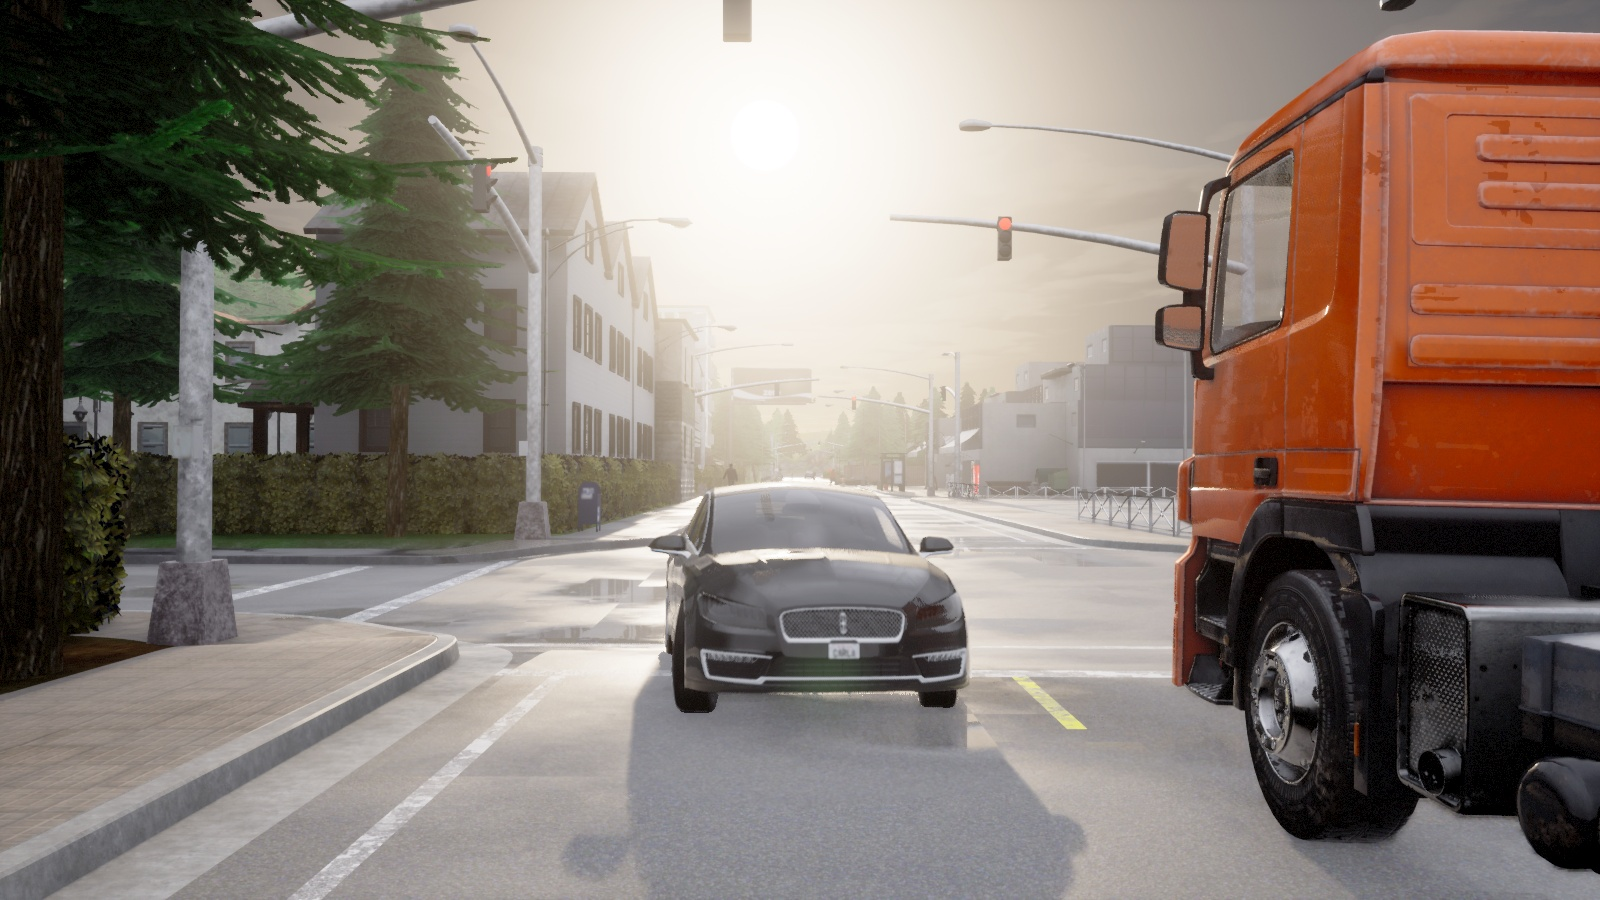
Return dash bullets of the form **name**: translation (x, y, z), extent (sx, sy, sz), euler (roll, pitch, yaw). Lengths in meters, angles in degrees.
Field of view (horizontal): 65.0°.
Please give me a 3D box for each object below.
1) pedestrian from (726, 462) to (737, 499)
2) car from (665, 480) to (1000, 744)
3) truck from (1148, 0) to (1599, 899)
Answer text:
- **pedestrian**: translation (-3.490, 1.558, 64.012), extent (0.431, 1.840, 0.703), euler (0, -1, -16)
- **car**: translation (-0.059, 1.006, 9.663), extent (1.837, 1.490, 4.892), euler (0, -2, -7)
- **truck**: translation (3.467, -0.063, 3.129), extent (2.891, 3.462, 7.936), euler (1, 0, 0)
